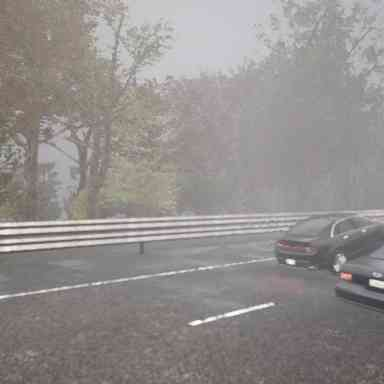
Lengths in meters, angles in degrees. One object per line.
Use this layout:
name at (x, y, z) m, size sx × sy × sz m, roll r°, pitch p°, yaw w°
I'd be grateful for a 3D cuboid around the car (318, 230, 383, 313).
car at (5.304, 1.665, 7.137) m, size 5.357 × 1.411 × 2.033 m, roll 1°, pitch -1°, yaw -34°

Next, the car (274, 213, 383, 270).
car at (4.820, 1.451, 11.004) m, size 4.892 × 1.490 × 1.837 m, roll -9°, pitch 3°, yaw -34°
